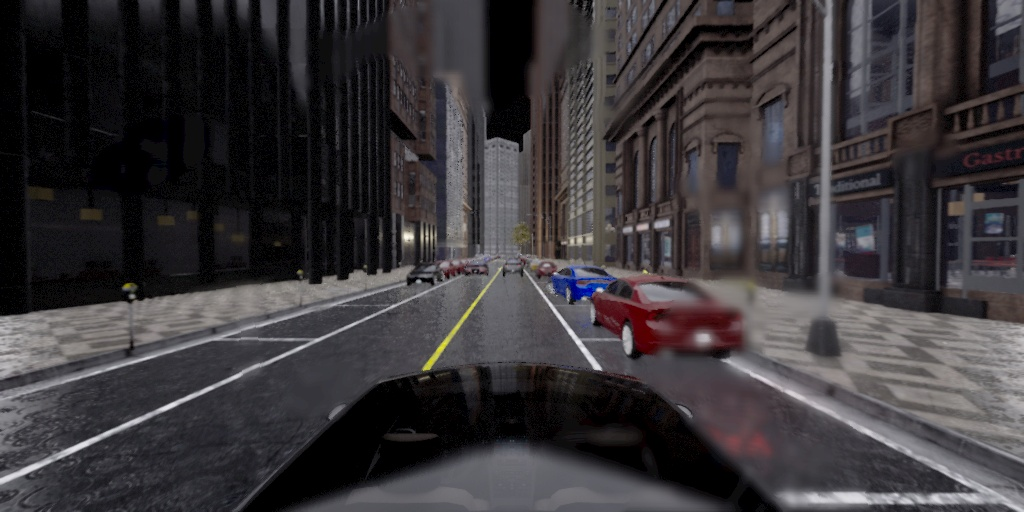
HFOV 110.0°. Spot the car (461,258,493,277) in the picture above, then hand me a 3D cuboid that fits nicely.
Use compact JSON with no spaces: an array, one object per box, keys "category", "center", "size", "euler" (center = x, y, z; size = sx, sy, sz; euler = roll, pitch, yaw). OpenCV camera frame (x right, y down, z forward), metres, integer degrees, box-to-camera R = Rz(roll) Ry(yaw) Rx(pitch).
[{"category":"car","center":[-3.075,1.096,32.288],"size":[1.994,1.385,4.181],"euler":[0,0,0]}]

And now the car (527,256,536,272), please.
[{"category":"car","center":[2.879,0.992,40.969],"size":[1.751,1.417,4.829],"euler":[0,0,0]}]

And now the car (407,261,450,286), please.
[{"category":"car","center":[-5.656,1.159,23.922],"size":[1.948,1.339,4.313],"euler":[0,0,0]}]

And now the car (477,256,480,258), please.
[{"category":"car","center":[-5.644,0.968,46.422],"size":[1.888,1.381,4.507],"euler":[0,0,0]}]

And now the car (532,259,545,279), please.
[{"category":"car","center":[2.873,1.134,29.549],"size":[1.802,1.307,4.207],"euler":[0,0,0]}]

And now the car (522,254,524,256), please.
[{"category":"car","center":[2.890,0.831,63.296],"size":[1.888,1.381,4.507],"euler":[0,0,0]}]

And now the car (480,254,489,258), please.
[{"category":"car","center":[-5.636,0.837,63.295],"size":[2.007,1.370,4.403],"euler":[0,0,0]}]

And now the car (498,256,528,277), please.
[{"category":"car","center":[0.093,1.022,32.399],"size":[2.128,1.511,4.902],"euler":[0,0,0]}]

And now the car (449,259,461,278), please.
[{"category":"car","center":[-5.653,1.097,29.548],"size":[1.888,1.381,4.507],"euler":[0,0,0]}]

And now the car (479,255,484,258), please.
[{"category":"car","center":[-5.641,0.929,52.046],"size":[2.007,1.370,4.403],"euler":[0,0,0]}]

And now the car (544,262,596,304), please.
[{"category":"car","center":[2.967,1.129,15.701],"size":[1.882,1.535,5.008],"euler":[0,1,-7]}]

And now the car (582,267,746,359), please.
[{"category":"car","center":[3.144,1.181,8.336],"size":[1.882,1.535,5.008],"euler":[0,0,0]}]
